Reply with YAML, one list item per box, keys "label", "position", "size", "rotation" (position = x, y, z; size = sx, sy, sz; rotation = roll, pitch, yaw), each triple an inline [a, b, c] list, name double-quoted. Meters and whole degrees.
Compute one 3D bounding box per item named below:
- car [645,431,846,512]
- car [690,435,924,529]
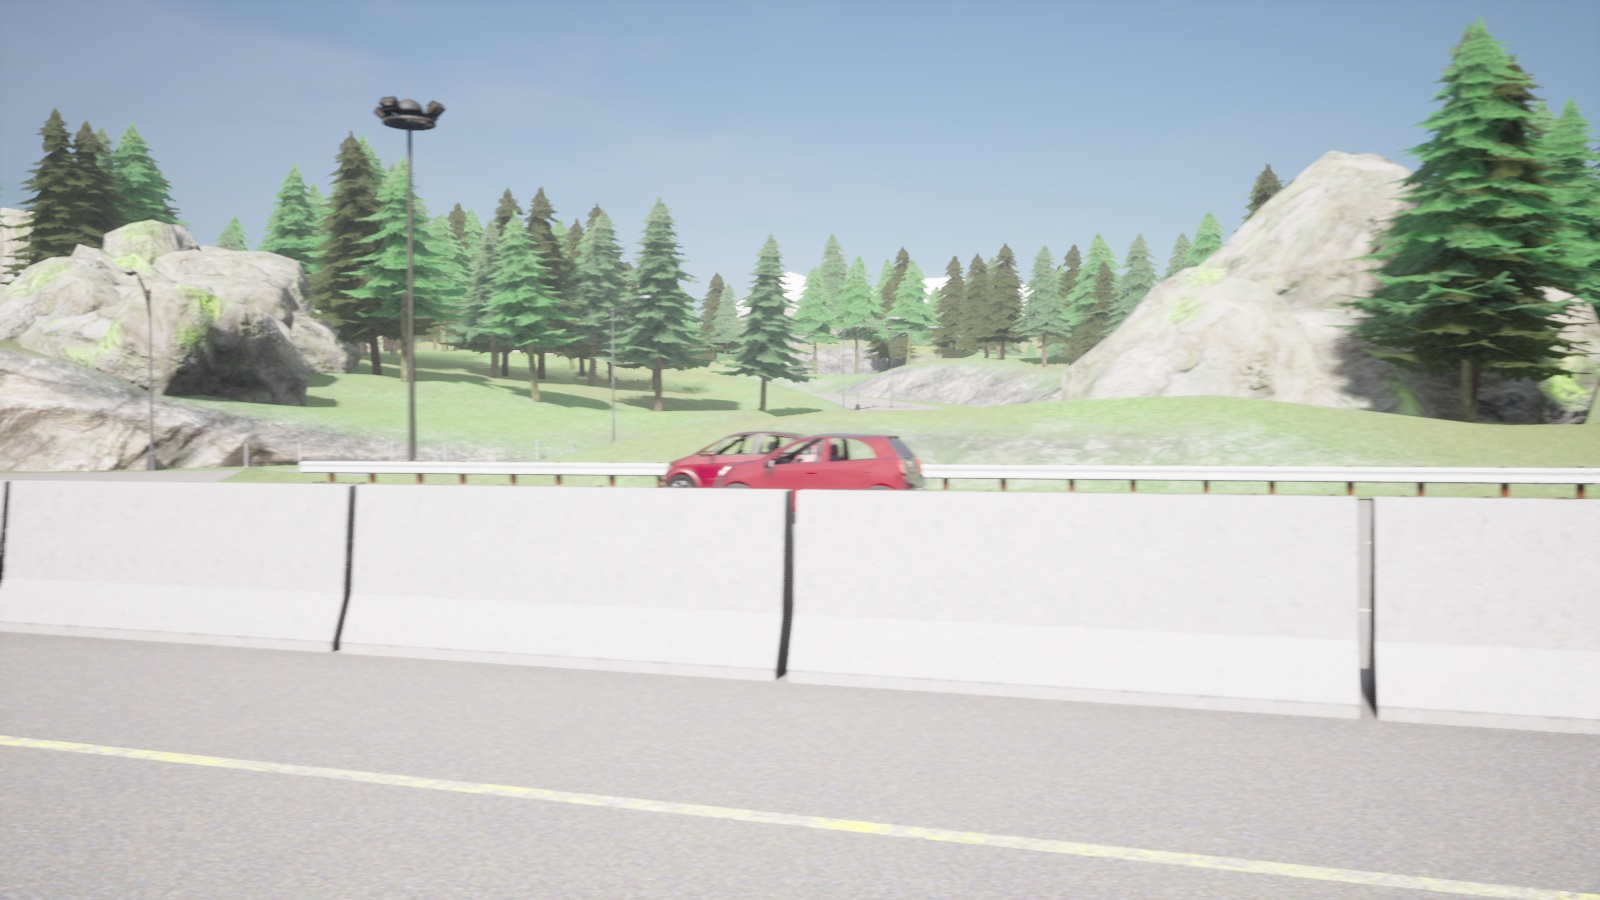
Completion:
- label: "car"
  position: [-1.104, 0.390, 25.719]
  size: [3.705, 1.549, 1.789]
  rotation: [1, 1, 19]
- label: "car"
  position: [0.144, 0.496, 21.607]
  size: [3.633, 1.501, 1.845]
  rotation: [1, 1, 19]
